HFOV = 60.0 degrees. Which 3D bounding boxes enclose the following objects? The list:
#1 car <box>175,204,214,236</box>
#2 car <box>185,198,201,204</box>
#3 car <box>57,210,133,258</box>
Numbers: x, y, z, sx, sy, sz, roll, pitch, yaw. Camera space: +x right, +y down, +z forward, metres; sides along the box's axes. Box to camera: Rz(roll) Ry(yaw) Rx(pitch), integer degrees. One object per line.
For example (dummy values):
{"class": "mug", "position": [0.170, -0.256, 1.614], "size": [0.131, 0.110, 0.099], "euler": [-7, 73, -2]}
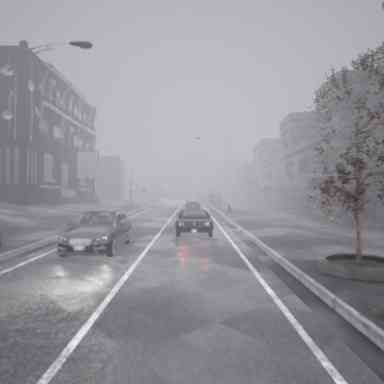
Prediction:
{"class": "car", "position": [0.110, 1.564, 18.136], "size": [1.895, 1.301, 4.718], "euler": [0, 0, 0]}
{"class": "car", "position": [0.122, 1.445, 40.325], "size": [1.812, 1.442, 4.674], "euler": [0, 0, 0]}
{"class": "car", "position": [-3.493, 1.465, 12.750], "size": [2.128, 1.511, 4.902], "euler": [0, 0, 0]}
